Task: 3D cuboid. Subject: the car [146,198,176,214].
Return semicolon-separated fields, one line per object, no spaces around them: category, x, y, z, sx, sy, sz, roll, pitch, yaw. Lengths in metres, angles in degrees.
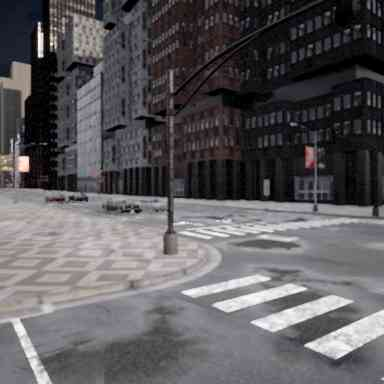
car;-3.440;1.217;30.403;1.895;1.301;4.718;0;1;-36

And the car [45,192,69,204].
car;-19.354;0.772;47.009;1.882;1.535;5.008;0;1;-35

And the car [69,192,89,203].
car;-16.738;0.761;48.939;1.882;1.535;5.008;0;1;-35

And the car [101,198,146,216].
car;-6.073;1.228;28.498;1.895;1.301;4.718;0;1;-36
